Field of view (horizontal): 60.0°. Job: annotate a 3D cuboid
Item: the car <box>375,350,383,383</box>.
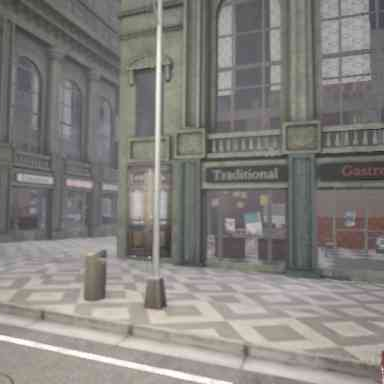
[{"bbox_3d":[4.077,1.817,2.561,4.674,1.442,1.812,1,-3,18],"label":"car"}]
